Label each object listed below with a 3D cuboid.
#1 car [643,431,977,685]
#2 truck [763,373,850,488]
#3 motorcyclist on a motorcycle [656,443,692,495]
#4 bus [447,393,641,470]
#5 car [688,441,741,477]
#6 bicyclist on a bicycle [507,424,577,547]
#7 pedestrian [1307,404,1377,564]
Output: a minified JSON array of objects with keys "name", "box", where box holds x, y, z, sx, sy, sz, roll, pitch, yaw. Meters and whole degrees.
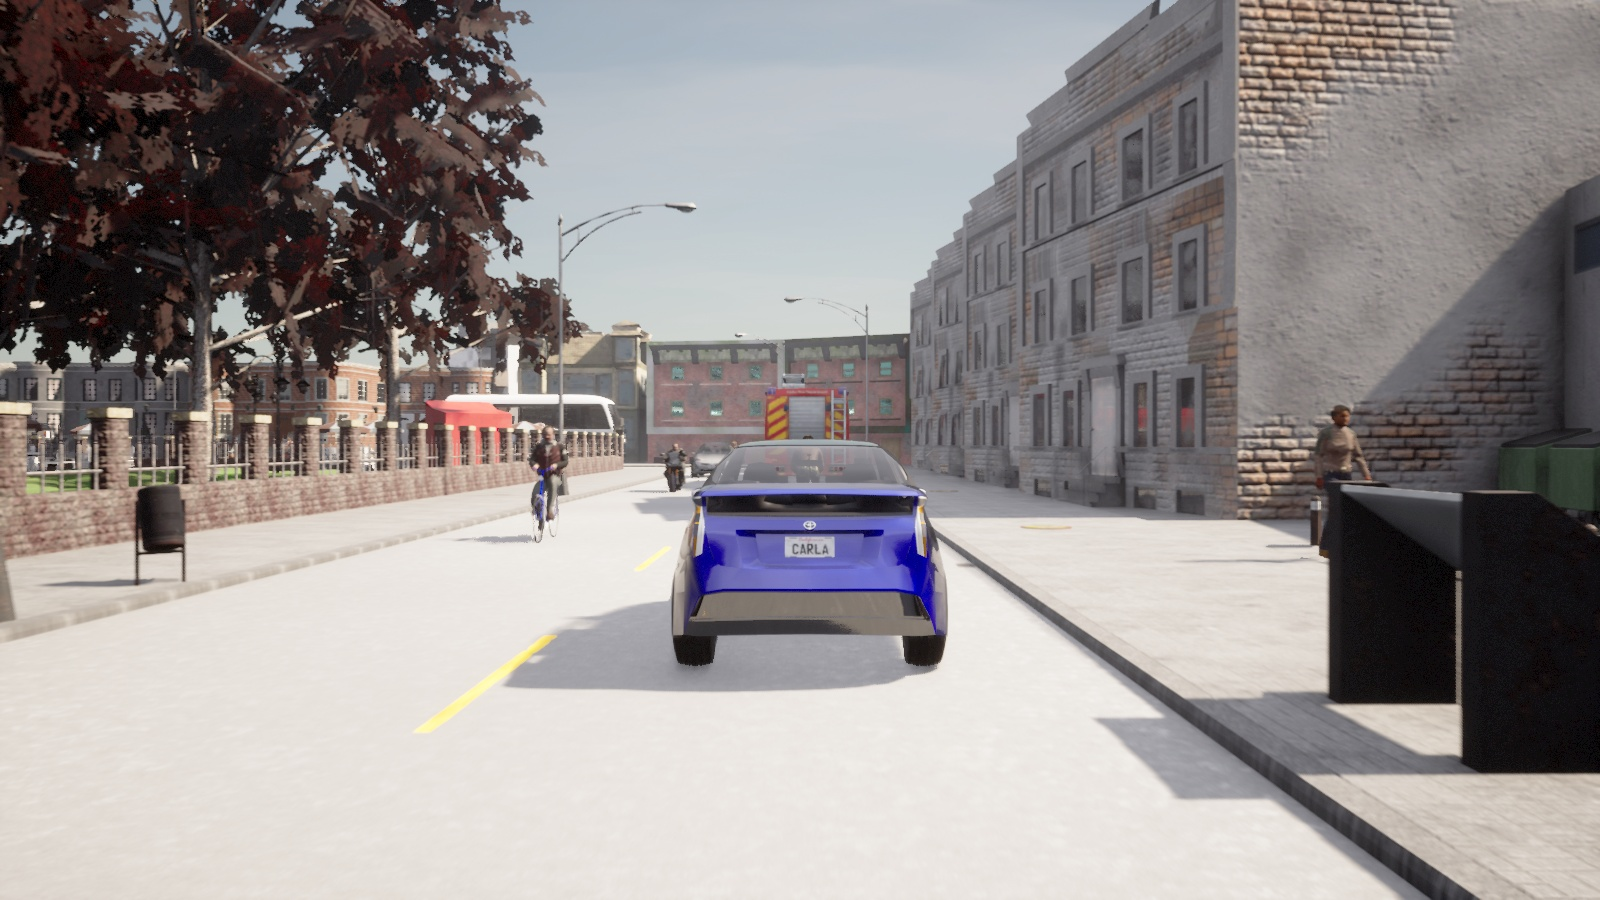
[{"name":"car","box":[0.071,0.638,9.808,2.007,1.525,4.514,0,0,0]},{"name":"truck","box":[0.243,-0.678,46.214,2.891,3.827,8.468,0,0,0]},{"name":"motorcyclist on a motorcycle","box":[-3.793,0.564,38.059,0.866,1.530,2.191,0,0,0]},{"name":"bus","box":[-14.445,-1.045,71.648,10.273,4.253,3.944,0,0,0]},{"name":"car","box":[-3.709,0.380,55.112,2.007,1.525,4.514,0,0,0]},{"name":"bicyclist on a bicycle","box":[-3.878,0.507,18.987,0.659,1.776,1.843,0,0,0]},{"name":"pedestrian","box":[6.270,0.379,14.549,0.328,1.805,0.869,0,0,-9]}]
